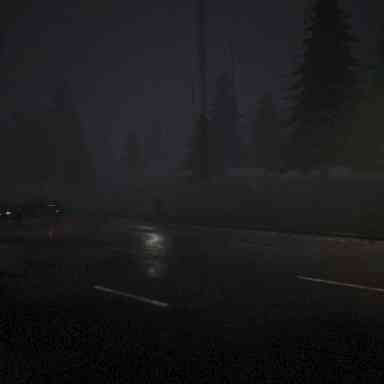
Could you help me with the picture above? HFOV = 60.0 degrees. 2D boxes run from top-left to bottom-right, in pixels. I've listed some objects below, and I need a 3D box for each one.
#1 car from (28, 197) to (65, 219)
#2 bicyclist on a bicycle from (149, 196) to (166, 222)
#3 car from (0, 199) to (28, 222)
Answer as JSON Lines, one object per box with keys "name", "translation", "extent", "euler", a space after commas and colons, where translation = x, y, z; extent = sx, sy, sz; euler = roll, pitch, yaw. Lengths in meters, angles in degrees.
{"name": "car", "translation": [-11.494, 1.143, 24.834], "extent": [4.902, 1.511, 2.128], "euler": [0, 1, 35]}
{"name": "bicyclist on a bicycle", "translation": [-2.264, 1.075, 21.574], "extent": [0.582, 1.620, 1.656], "euler": [1, 10, 35]}
{"name": "car", "translation": [-12.871, 1.253, 21.525], "extent": [4.181, 1.385, 1.994], "euler": [0, 1, 34]}
